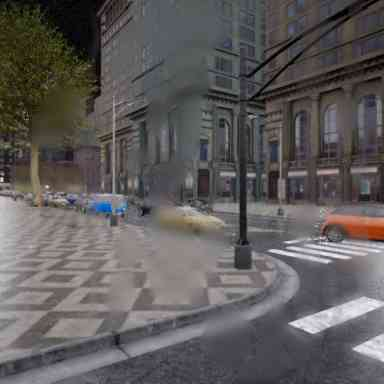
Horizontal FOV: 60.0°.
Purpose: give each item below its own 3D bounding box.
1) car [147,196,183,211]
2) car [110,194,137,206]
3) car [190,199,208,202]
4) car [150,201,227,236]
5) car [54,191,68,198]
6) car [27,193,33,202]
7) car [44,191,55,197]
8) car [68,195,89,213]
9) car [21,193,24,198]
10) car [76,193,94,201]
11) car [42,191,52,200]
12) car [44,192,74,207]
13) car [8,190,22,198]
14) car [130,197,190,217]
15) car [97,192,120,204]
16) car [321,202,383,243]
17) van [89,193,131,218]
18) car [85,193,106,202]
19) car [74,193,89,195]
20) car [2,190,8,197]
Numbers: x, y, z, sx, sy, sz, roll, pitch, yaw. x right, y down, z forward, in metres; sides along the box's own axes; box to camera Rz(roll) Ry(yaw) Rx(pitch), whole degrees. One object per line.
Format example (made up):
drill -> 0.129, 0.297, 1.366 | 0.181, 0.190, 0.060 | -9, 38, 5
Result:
car -> -3.011, 1.222, 36.651 | 1.887, 1.381, 4.507 | 1, 0, -35
car -> -9.492, 1.072, 45.831 | 2.008, 1.369, 4.403 | 1, 0, -35
car -> 0.228, 1.314, 32.062 | 1.947, 1.339, 4.313 | 1, 0, -35
car -> -0.153, 1.397, 17.816 | 1.752, 1.417, 4.829 | 1, 0, -35
car -> -28.929, 0.586, 73.362 | 1.887, 1.381, 4.507 | 1, 0, -35
car -> -22.932, 0.910, 50.087 | 2.008, 1.369, 4.403 | 1, 0, -35
car -> -35.408, 0.470, 82.539 | 1.802, 1.307, 4.206 | 1, 0, -35
car -> -9.972, 1.230, 31.727 | 2.008, 1.369, 4.403 | 1, 0, -35
car -> -26.171, 0.829, 54.676 | 2.008, 1.369, 4.403 | 1, 0, -35
car -> -19.211, 0.859, 59.597 | 1.802, 1.307, 4.206 | 1, 0, -35
car -> -19.691, 0.991, 45.498 | 2.008, 1.369, 4.403 | 1, 0, -35
car -> -16.354, 1.050, 40.770 | 1.752, 1.417, 4.829 | 1, 0, -35
car -> -35.888, 0.483, 68.442 | 1.967, 1.590, 4.097 | 1, 0, -35
car -> -2.594, 1.279, 25.878 | 2.128, 1.511, 4.902 | 0, 1, -35
car -> -12.729, 0.879, 50.420 | 1.967, 1.590, 4.097 | 1, 0, -35
car -> 7.957, 1.305, 14.029 | 4.553, 1.767, 2.097 | 1, 1, 33
van -> -6.730, 1.090, 27.137 | 1.690, 1.788, 3.998 | 1, 0, -35
car -> -15.971, 0.909, 55.008 | 2.008, 1.369, 4.403 | 1, 0, -35
car -> -15.628, 0.964, 44.448 | 1.882, 1.535, 5.008 | 0, 1, -35
car -> -42.368, 0.329, 77.620 | 1.967, 1.590, 4.097 | 1, 0, -35
